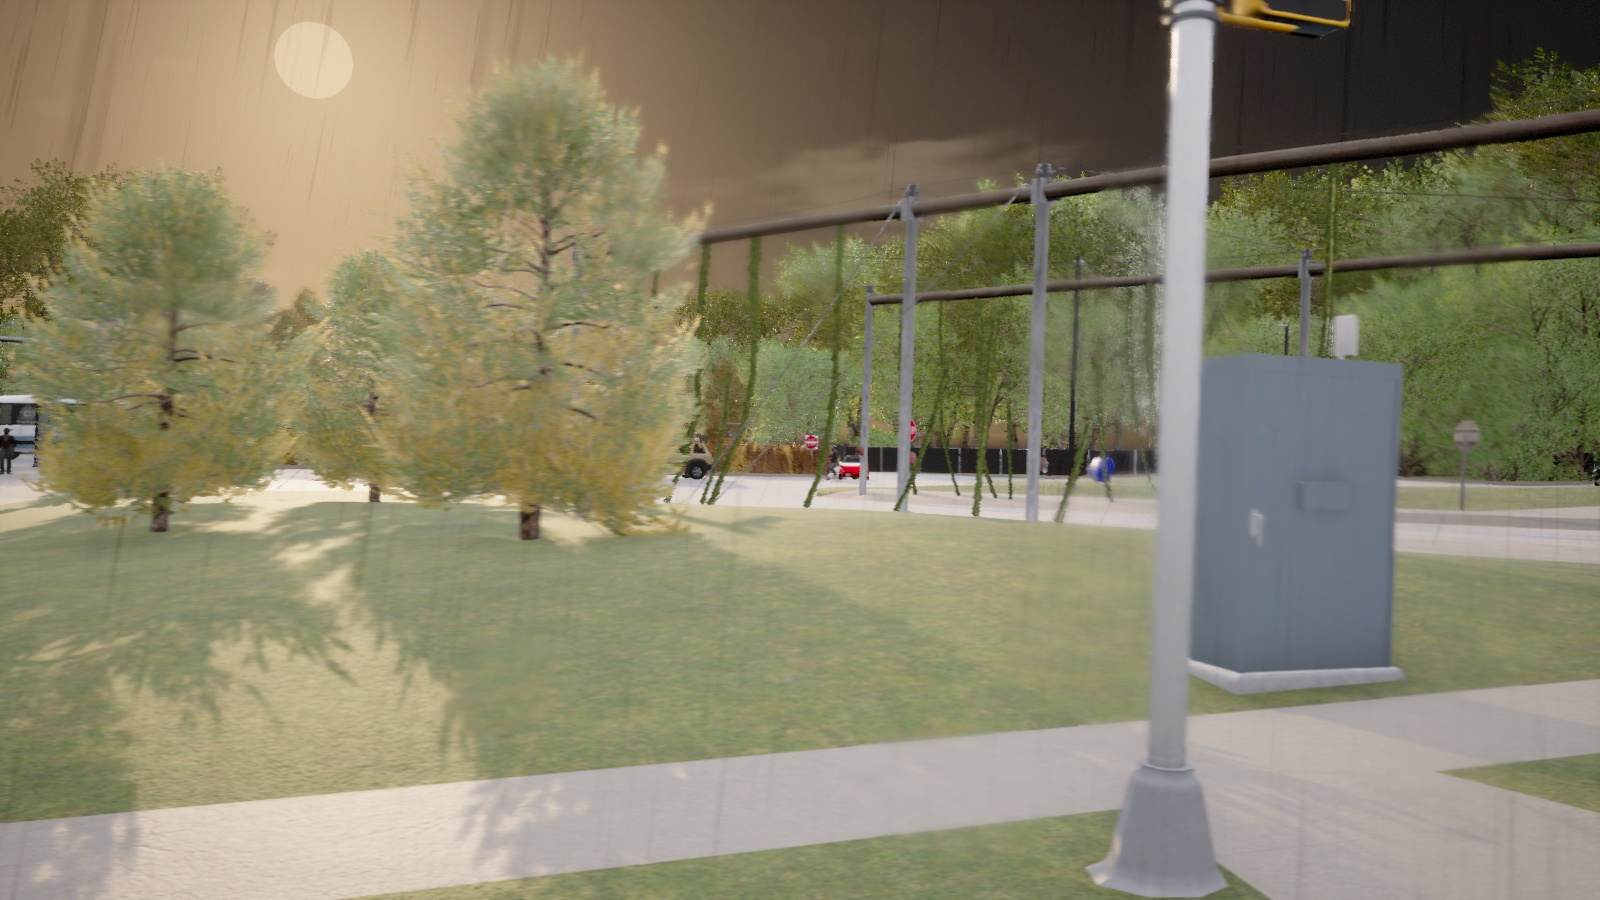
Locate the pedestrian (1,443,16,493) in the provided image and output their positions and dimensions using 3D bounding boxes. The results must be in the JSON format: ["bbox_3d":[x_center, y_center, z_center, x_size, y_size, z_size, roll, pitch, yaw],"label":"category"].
[{"bbox_3d":[-30.796,0.712,48.853,0.402,1.930,0.666,1,0,-23],"label":"pedestrian"}]

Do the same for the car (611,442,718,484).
[{"bbox_3d":[-6.283,0.557,58.130,4.605,1.855,1.932,0,1,-21],"label":"car"}]

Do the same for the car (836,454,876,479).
[{"bbox_3d":[3.096,0.911,69.201,1.481,1.376,2.207,0,-1,23],"label":"car"}]

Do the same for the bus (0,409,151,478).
[{"bbox_3d":[-48.813,-0.432,82.717,10.273,4.253,3.944,-1,1,-19],"label":"bus"}]
